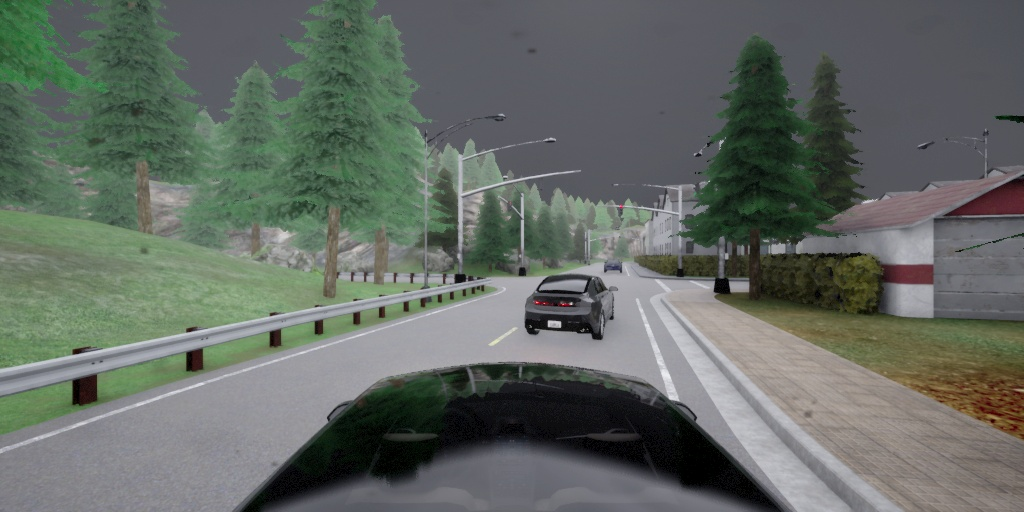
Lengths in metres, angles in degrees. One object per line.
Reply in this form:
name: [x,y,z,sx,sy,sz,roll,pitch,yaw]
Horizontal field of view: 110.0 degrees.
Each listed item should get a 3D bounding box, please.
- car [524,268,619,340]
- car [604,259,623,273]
car: [1.800,1.255,10.152,1.837,1.490,4.892,0,0,21]
car: [12.412,1.102,43.914,2.097,1.767,4.553,0,0,17]
